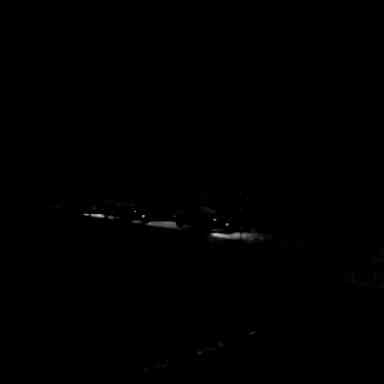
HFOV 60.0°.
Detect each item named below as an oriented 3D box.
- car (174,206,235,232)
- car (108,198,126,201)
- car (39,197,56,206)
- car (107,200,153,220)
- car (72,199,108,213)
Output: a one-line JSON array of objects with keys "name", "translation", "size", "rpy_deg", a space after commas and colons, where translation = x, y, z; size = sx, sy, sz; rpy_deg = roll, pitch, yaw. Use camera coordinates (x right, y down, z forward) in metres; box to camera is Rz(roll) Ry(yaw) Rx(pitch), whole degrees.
[{"name": "car", "translation": [0.637, 1.600, 21.056], "size": [1.812, 1.442, 4.674], "rpy_deg": [2, -1, -37]}, {"name": "car", "translation": [-8.835, 1.472, 38.136], "size": [2.097, 1.767, 4.553], "rpy_deg": [2, -1, -39]}, {"name": "car", "translation": [-24.785, 1.600, 57.080], "size": [1.812, 1.442, 4.674], "rpy_deg": [2, -2, -41]}, {"name": "car", "translation": [-5.316, 1.661, 28.901], "size": [1.895, 1.301, 4.718], "rpy_deg": [2, -1, -38]}, {"name": "car", "translation": [-11.753, 1.531, 37.070], "size": [2.128, 1.511, 4.902], "rpy_deg": [2, -1, -39]}]
